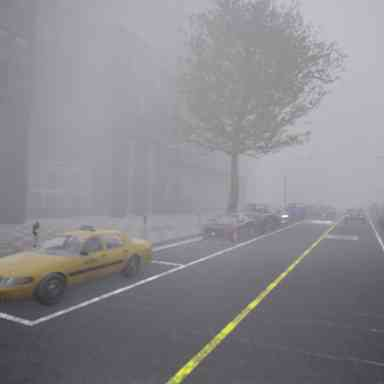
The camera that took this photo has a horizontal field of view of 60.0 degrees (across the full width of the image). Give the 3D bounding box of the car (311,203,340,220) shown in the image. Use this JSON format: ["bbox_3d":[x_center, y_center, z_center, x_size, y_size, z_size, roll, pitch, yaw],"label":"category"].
[{"bbox_3d":[15.478,2.309,38.347,2.128,1.511,4.902,1,-1,27],"label":"car"}]

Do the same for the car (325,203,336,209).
[{"bbox_3d":[32.940,3.288,79.006,2.008,1.369,4.403,1,-1,27],"label":"car"}]

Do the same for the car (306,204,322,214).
[{"bbox_3d":[18.658,2.568,50.754,1.752,1.417,4.829,1,-1,27],"label":"car"}]

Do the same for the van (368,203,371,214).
[{"bbox_3d":[26.841,2.553,48.042,1.690,1.788,3.998,1,-1,27],"label":"van"}]

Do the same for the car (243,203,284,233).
[{"bbox_3d":[4.425,1.679,22.595,2.192,1.841,5.009,1,-1,27],"label":"car"}]

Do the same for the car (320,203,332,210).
[{"bbox_3d":[28.028,3.041,69.290,1.887,1.381,4.507,1,-1,27],"label":"car"}]

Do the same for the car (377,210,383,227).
[{"bbox_3d":[14.625,2.210,23.890,1.802,1.307,4.206,1,-1,27],"label":"car"}]

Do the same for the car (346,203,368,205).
[{"bbox_3d":[20.831,2.543,42.284,2.033,1.411,5.357,1,-1,27],"label":"car"}]

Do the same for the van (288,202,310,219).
[{"bbox_3d":[11.582,2.045,36.751,1.690,1.788,3.998,1,-1,27],"label":"van"}]

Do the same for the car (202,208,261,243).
[{"bbox_3d":[2.033,1.797,17.873,1.887,1.381,4.507,1,-1,27],"label":"car"}]

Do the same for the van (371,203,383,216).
[{"bbox_3d":[21.957,2.318,38.382,1.690,1.788,3.998,1,-1,27],"label":"van"}]

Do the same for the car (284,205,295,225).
[{"bbox_3d":[6.804,2.027,27.311,2.008,1.369,4.403,1,-1,27],"label":"car"}]

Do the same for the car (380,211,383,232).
[{"bbox_3d":[12.184,2.058,19.060,1.887,1.381,4.507,1,-1,27],"label":"car"}]

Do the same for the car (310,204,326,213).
[{"bbox_3d":[21.119,2.712,55.625,2.008,1.369,4.403,1,-1,27],"label":"car"}]

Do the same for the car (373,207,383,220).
[{"bbox_3d":[17.068,2.295,28.720,2.008,1.369,4.403,1,-1,27],"label":"car"}]

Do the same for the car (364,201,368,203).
[{"bbox_3d":[40.544,3.429,75.154,2.008,1.369,4.403,1,-1,27],"label":"car"}]

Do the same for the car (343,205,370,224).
[{"bbox_3d":[16.313,2.326,33.229,2.033,1.411,5.357,1,-1,27],"label":"car"}]

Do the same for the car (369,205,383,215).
[{"bbox_3d":[29.355,2.858,53.021,1.752,1.417,4.829,1,-1,27],"label":"car"}]

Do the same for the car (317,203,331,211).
[{"bbox_3d":[25.572,2.928,64.433,2.008,1.369,4.403,1,-1,27],"label":"car"}]

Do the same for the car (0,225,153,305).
[{"bbox_3d":[-2.822,1.552,8.284,1.752,1.417,4.829,1,-1,27],"label":"car"}]
